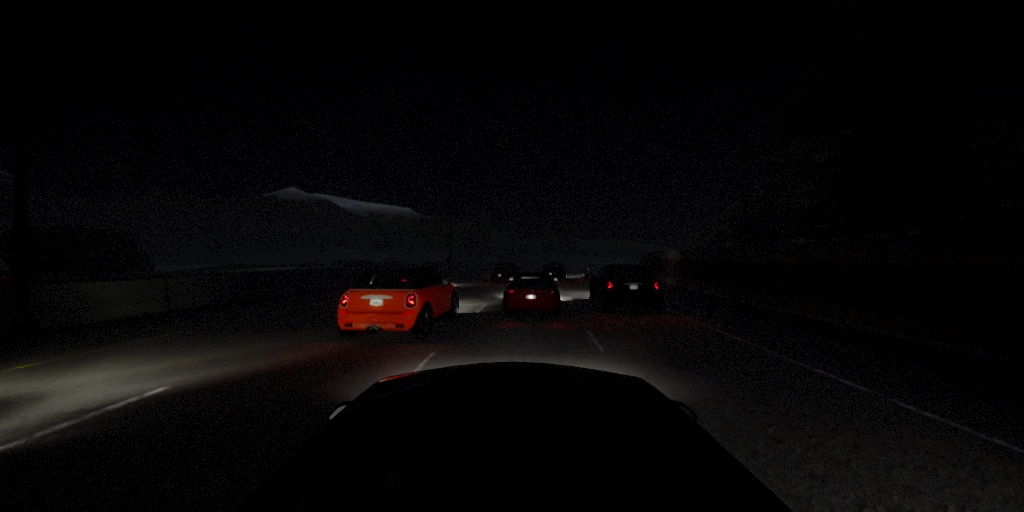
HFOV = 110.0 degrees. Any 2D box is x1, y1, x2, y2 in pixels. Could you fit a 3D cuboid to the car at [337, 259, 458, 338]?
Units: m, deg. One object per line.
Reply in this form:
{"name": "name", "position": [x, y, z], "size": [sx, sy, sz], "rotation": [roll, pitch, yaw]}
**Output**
{"name": "car", "position": [-2.973, 1.079, 10.335], "size": [2.097, 1.767, 4.553], "rotation": [0, 0, 4]}

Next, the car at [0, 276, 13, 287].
{"name": "car", "position": [-20.606, 1.150, 11.949], "size": [1.882, 1.535, 5.008], "rotation": [0, 0, 5]}

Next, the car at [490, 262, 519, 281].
{"name": "car", "position": [-0.461, 1.229, 28.714], "size": [1.812, 1.442, 4.674], "rotation": [0, 0, 11]}

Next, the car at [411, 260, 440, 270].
{"name": "car", "position": [-12.423, 1.230, 51.781], "size": [1.895, 1.301, 4.718], "rotation": [0, 0, 19]}

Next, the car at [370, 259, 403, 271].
{"name": "car", "position": [-17.030, 1.147, 48.951], "size": [1.812, 1.442, 4.674], "rotation": [0, 0, 18]}

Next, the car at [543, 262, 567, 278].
{"name": "car", "position": [3.577, 1.238, 30.819], "size": [1.812, 1.442, 4.674], "rotation": [0, 0, 13]}

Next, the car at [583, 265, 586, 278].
{"name": "car", "position": [7.640, 1.246, 32.772], "size": [1.812, 1.442, 4.674], "rotation": [0, 0, 14]}

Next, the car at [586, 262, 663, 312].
{"name": "car", "position": [4.406, 1.094, 14.497], "size": [2.097, 1.767, 4.553], "rotation": [0, 0, 6]}

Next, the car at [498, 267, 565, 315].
{"name": "car", "position": [0.805, 1.296, 13.650], "size": [1.994, 1.385, 4.181], "rotation": [0, 0, 5]}

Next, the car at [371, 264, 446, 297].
{"name": "car", "position": [-5.536, 1.250, 20.064], "size": [2.033, 1.411, 5.357], "rotation": [0, 0, 8]}
